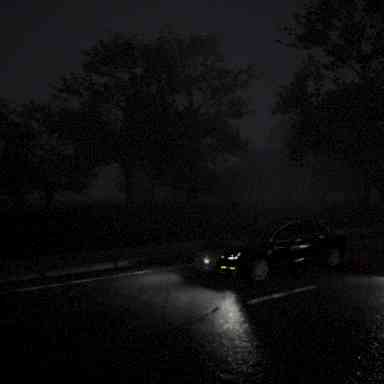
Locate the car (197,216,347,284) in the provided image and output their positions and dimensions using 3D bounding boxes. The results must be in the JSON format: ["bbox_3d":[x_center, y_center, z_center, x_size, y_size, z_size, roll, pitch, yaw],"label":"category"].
[{"bbox_3d":[2.426,1.486,9.617,4.892,1.490,1.837,0,0,-32],"label":"car"}]
